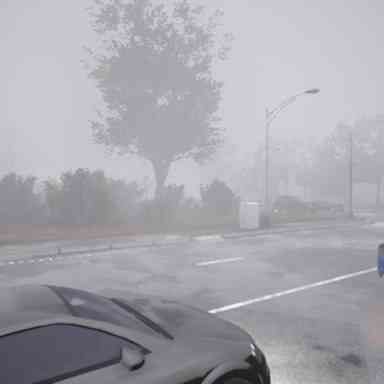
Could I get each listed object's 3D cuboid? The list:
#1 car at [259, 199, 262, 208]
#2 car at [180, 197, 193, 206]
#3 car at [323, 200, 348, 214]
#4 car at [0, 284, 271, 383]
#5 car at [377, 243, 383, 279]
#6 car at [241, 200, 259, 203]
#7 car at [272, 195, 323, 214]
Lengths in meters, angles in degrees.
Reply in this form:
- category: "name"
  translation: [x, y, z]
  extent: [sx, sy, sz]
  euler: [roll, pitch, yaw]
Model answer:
- category: "car"
  translation: [10.947, 1.734, 47.648]
  extent: [1.837, 1.490, 4.892]
  euler: [0, 0, -33]
- category: "car"
  translation: [-0.399, 1.649, 58.551]
  extent: [2.128, 1.511, 4.902]
  euler: [0, 0, -34]
- category: "car"
  translation: [16.029, 1.725, 39.722]
  extent: [2.128, 1.511, 4.902]
  euler: [0, 0, -33]
- category: "car"
  translation: [-1.261, 1.567, 2.846]
  extent: [4.181, 1.385, 1.994]
  euler: [0, 0, -36]
- category: "car"
  translation: [6.755, 1.545, 8.610]
  extent: [5.008, 1.535, 1.882]
  euler: [0, 0, -36]
- category: "car"
  translation: [6.869, 1.805, 47.518]
  extent: [1.895, 1.301, 4.718]
  euler: [0, 0, -33]
- category: "car"
  translation: [12.161, 1.433, 39.311]
  extent: [2.150, 2.045, 5.566]
  euler: [0, 0, -31]
